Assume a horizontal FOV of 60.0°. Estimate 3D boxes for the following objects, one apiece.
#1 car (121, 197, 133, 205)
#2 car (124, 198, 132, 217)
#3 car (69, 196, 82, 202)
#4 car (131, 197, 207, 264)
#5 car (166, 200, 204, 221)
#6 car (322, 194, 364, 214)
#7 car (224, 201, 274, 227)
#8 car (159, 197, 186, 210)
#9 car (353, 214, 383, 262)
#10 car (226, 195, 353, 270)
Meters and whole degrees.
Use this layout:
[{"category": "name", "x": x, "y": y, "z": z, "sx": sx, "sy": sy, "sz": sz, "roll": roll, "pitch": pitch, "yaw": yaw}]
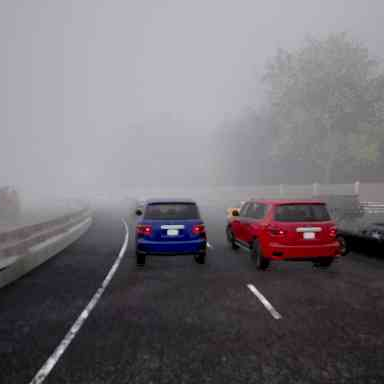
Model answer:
[{"category": "car", "x": -11.363, "y": 1.598, "z": 60.704, "sx": 1.812, "sy": 1.442, "sz": 4.674, "roll": 0, "pitch": 0, "yaw": -33}, {"category": "car", "x": -4.335, "y": 1.527, "z": 28.804, "sx": 2.128, "sy": 1.511, "sz": 4.902, "roll": 0, "pitch": 0, "yaw": -16}, {"category": "car", "x": -28.735, "y": 1.684, "z": 81.918, "sx": 2.128, "sy": 1.511, "sz": 4.902, "roll": 0, "pitch": 0, "yaw": -43}, {"category": "car", "x": -0.844, "y": 1.233, "z": 12.034, "sx": 2.150, "sy": 2.045, "sz": 5.566, "roll": 0, "pitch": 0, "yaw": -6}, {"category": "car", "x": -0.723, "y": 1.514, "z": 28.876, "sx": 2.128, "sy": 1.511, "sz": 4.902, "roll": 0, "pitch": 0, "yaw": -16}, {"category": "car", "x": 9.968, "y": 1.190, "z": 25.134, "sx": 2.150, "sy": 2.045, "sz": 5.566, "roll": 0, "pitch": 0, "yaw": -36}, {"category": "car", "x": 4.007, "y": 1.479, "z": 24.402, "sx": 1.882, "sy": 1.535, "sz": 5.008, "roll": 0, "pitch": 0, "yaw": -13}, {"category": "car", "x": -2.708, "y": 1.509, "z": 45.181, "sx": 1.882, "sy": 1.535, "sz": 5.008, "roll": 0, "pitch": 0, "yaw": -27}, {"category": "car", "x": 6.349, "y": 1.585, "z": 10.416, "sx": 1.895, "sy": 1.301, "sz": 4.718, "roll": 0, "pitch": 0, "yaw": -6}, {"category": "car", "x": 2.739, "y": 1.220, "z": 11.284, "sx": 2.150, "sy": 2.045, "sz": 5.566, "roll": 0, "pitch": 0, "yaw": -6}]
